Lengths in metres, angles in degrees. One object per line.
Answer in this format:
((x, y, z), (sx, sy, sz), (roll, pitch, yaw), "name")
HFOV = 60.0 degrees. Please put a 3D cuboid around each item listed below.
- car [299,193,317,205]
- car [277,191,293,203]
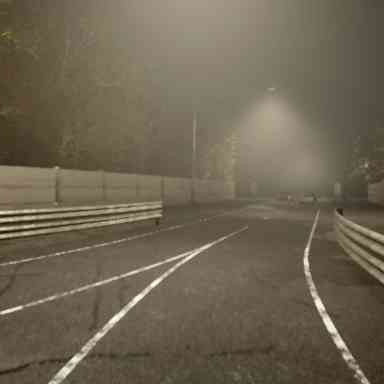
((16.167, 0.999, 46.609), (1.812, 1.442, 4.674), (1, 1, 22), "car")
((14.810, 0.699, 52.734), (2.097, 1.767, 4.553), (1, 1, 22), "car")
